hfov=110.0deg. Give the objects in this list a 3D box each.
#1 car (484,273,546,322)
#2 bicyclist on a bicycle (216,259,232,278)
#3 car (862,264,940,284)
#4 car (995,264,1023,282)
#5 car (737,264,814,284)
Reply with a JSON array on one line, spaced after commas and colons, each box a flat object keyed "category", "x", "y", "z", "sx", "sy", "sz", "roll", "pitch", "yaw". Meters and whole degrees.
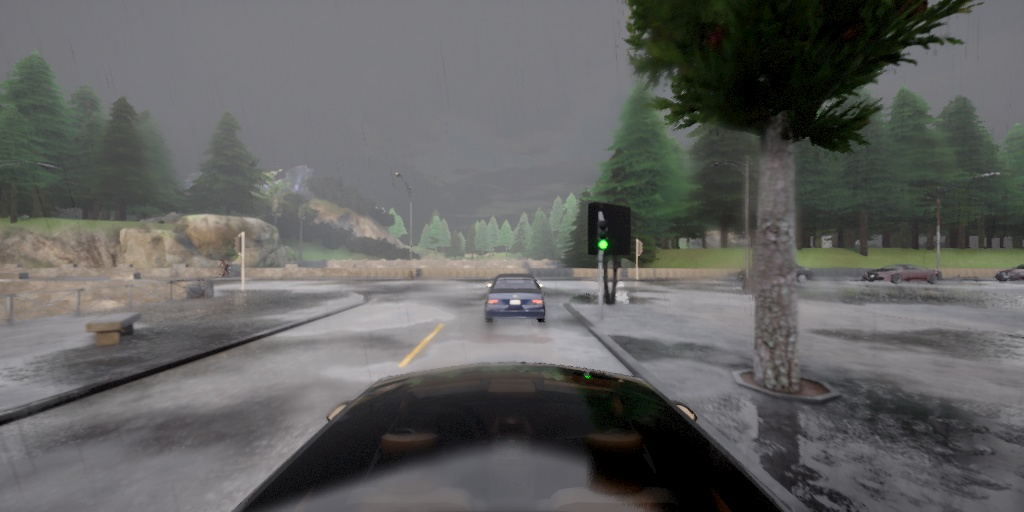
[{"category": "car", "x": 0.114, "y": 1.288, "z": 12.167, "sx": 2.033, "sy": 1.411, "sz": 5.357, "roll": 0, "pitch": 0, "yaw": 1}, {"category": "bicyclist on a bicycle", "x": -24.507, "y": 1.074, "z": 30.514, "sx": 0.582, "sy": 1.620, "sz": 1.656, "roll": 0, "pitch": 0, "yaw": 0}, {"category": "car", "x": 28.412, "y": 1.291, "z": 26.287, "sx": 4.181, "sy": 1.385, "sz": 1.994, "roll": 0, "pitch": 0, "yaw": 0}, {"category": "car", "x": 38.526, "y": 1.253, "z": 26.259, "sx": 4.674, "sy": 1.442, "sz": 1.812, "roll": 0, "pitch": 0, "yaw": 0}, {"category": "car", "x": 19.208, "y": 1.232, "z": 26.293, "sx": 4.892, "sy": 1.490, "sz": 1.837, "roll": 0, "pitch": 0, "yaw": 0}]
